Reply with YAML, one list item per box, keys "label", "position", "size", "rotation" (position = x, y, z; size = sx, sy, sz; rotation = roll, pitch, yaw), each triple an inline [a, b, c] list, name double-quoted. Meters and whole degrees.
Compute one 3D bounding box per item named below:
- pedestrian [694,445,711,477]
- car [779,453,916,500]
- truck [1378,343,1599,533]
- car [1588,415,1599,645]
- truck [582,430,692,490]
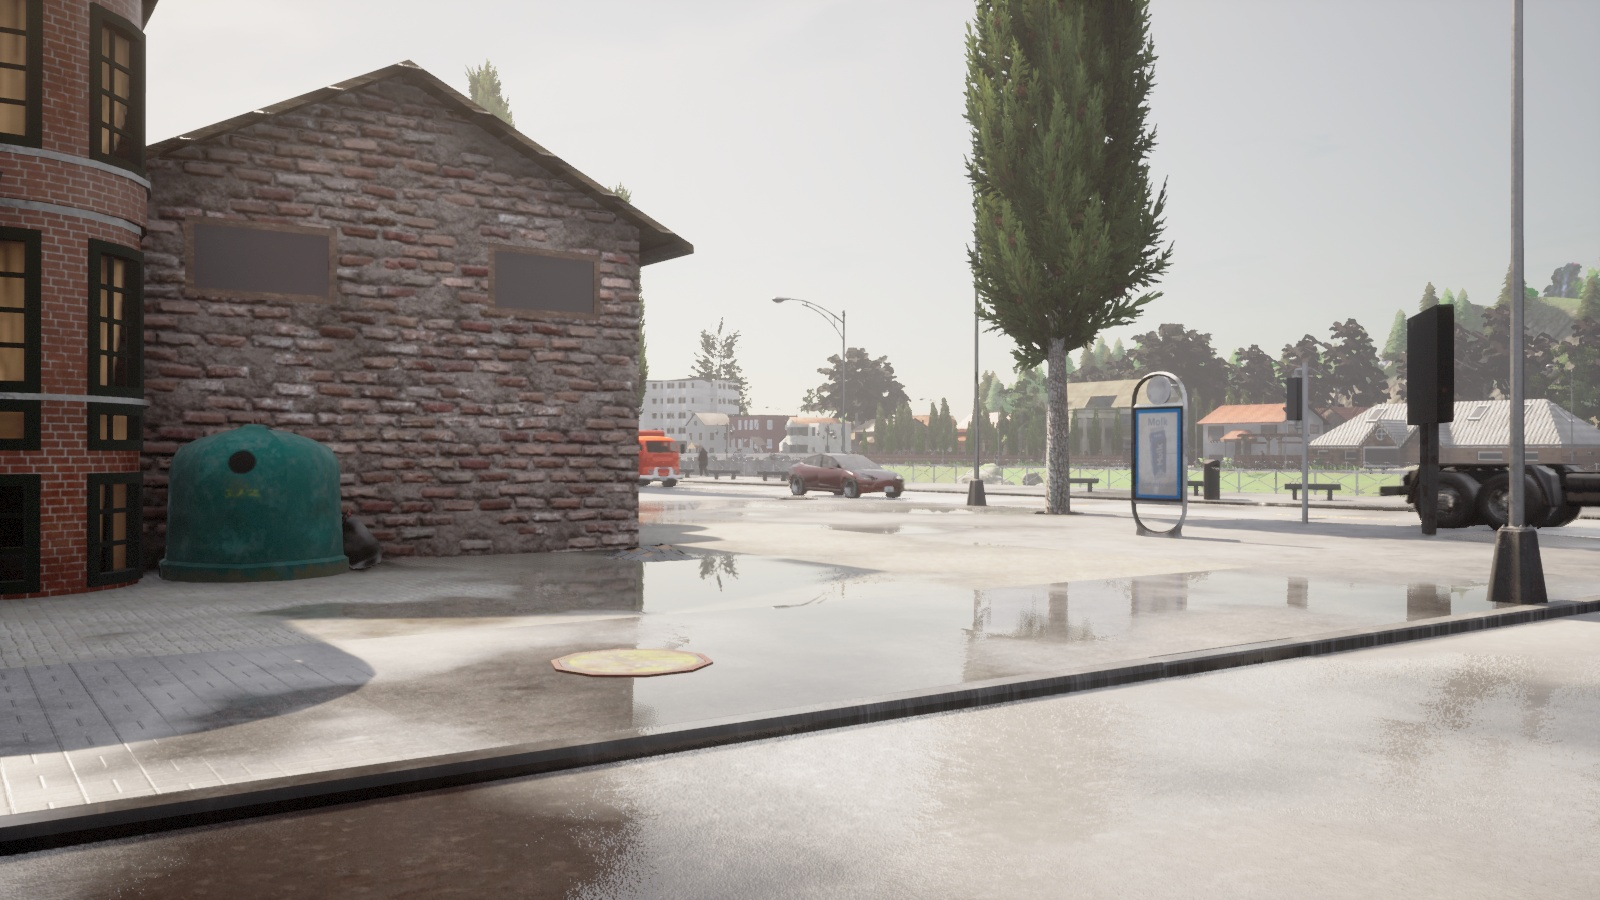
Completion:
- label: "pedestrian"
  position: [-5.726, 0.647, 73.789]
  size: [0.634, 1.844, 0.899]
  rotation: [0, 0, -35]
- label: "car"
  position: [1.519, 0.845, 42.191]
  size: [2.163, 1.488, 4.792]
  rotation: [0, 0, -35]
- label: "truck"
  position: [15.622, -0.212, 23.848]
  size: [2.891, 3.462, 7.936]
  rotation: [0, 0, -43]
- label: "car"
  position: [8.563, 0.610, 10.206]
  size: [4.553, 1.767, 2.097]
  rotation: [0, 0, -36]
- label: "truck"
  position: [-7.137, 0.407, 54.610]
  size: [2.627, 2.467, 5.204]
  rotation: [0, 0, -35]
